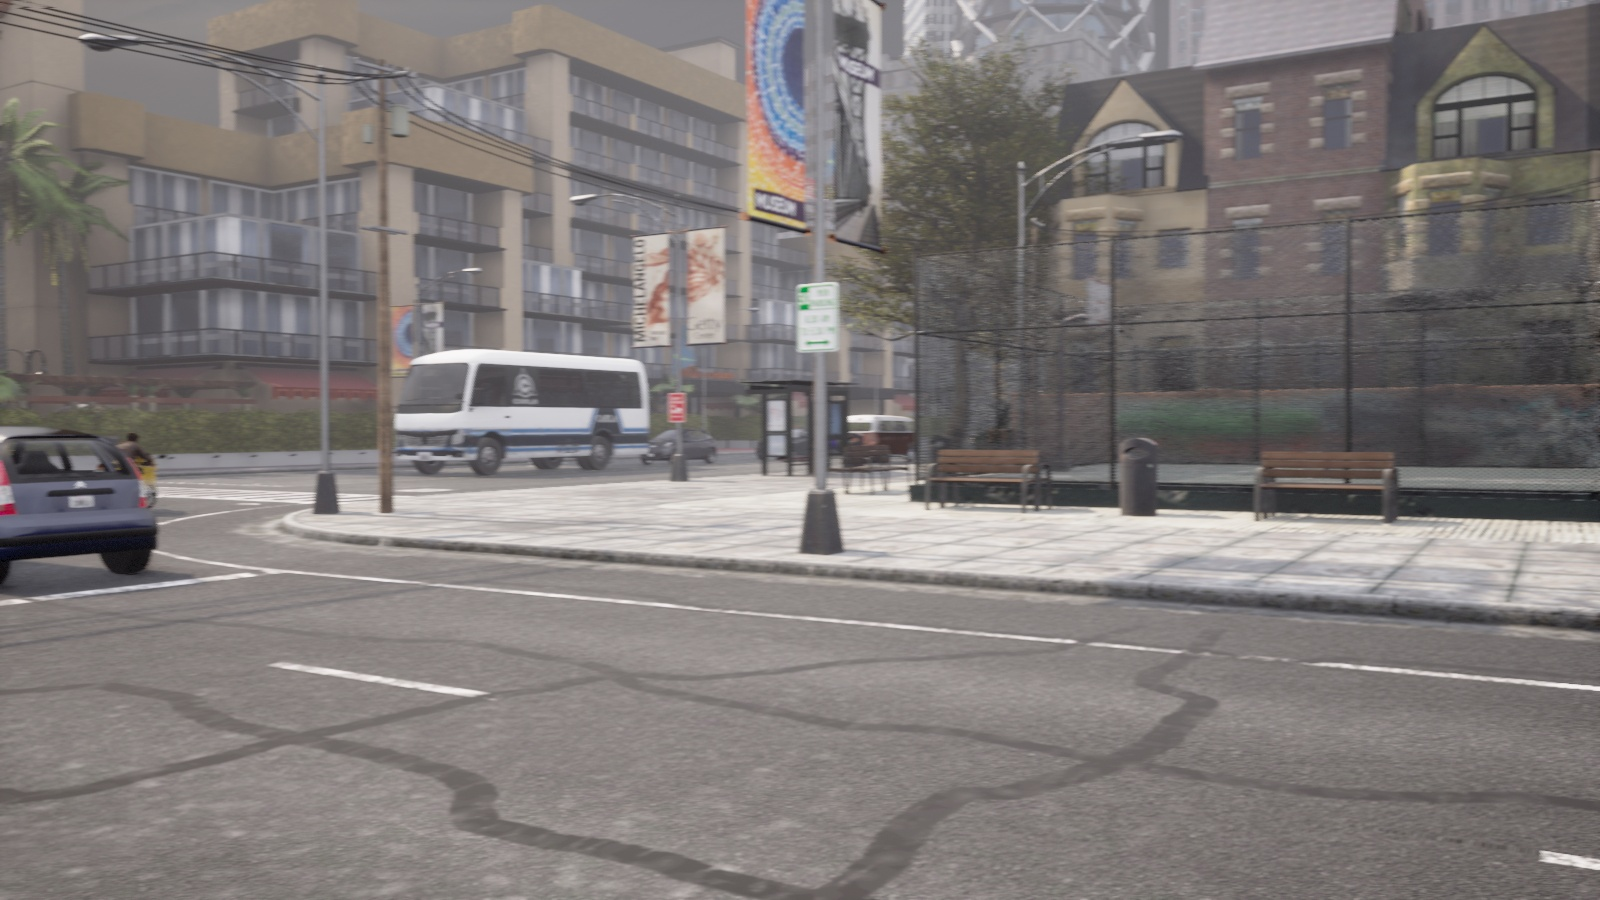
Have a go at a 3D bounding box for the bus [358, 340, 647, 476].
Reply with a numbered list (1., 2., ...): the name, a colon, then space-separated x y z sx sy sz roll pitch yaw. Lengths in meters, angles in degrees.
1. bus: -10.179 -1.415 44.591 3.944 4.253 10.273 1 1 31

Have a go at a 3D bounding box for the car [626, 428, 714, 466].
1. car: -5.383 -0.159 52.518 1.845 1.501 3.633 1 1 31

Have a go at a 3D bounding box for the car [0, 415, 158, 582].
1. car: -9.131 0.439 13.840 3.988 1.617 1.851 1 1 32

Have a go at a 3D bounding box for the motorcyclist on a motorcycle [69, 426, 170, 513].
1. motorcyclist on a motorcycle: -12.698 0.332 23.505 0.797 1.523 2.044 2 1 -2

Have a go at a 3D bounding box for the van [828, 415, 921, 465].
1. van: 3.217 -0.443 53.441 2.069 2.038 4.480 1 1 31
